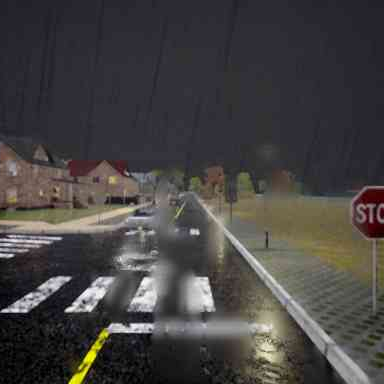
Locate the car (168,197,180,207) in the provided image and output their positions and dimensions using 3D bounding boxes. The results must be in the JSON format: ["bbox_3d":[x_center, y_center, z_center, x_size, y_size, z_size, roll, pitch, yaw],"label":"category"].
[{"bbox_3d":[-2.860,1.583,54.334,2.128,1.511,4.902,0,0,0],"label":"car"}]

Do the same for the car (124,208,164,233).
[{"bbox_3d":[-2.791,1.646,20.063,1.895,1.301,4.718,0,0,0],"label":"car"}]
